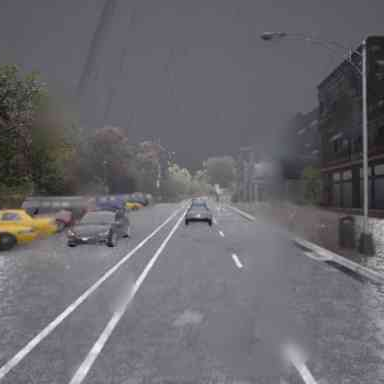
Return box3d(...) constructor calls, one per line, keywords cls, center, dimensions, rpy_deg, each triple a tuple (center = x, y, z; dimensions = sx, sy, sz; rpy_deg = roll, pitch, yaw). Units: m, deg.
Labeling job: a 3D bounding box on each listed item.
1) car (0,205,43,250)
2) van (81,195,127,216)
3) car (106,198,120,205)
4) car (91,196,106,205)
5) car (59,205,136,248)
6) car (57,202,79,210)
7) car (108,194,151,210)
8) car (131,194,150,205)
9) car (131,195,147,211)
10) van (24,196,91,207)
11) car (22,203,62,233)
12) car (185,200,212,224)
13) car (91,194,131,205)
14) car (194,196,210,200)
box3d(cls="car", center=(-9.142, 1.534, 13.374), dimensions=(5.366, 1.575, 1.946), rpy_deg=(-1, 0, -19))
box3d(cls="van", center=(-8.987, 1.330, 34.005), dimensions=(4.442, 1.987, 1.878), rpy_deg=(-1, 0, -19))
box3d(cls="car", center=(-9.011, 1.558, 28.133), dimensions=(5.008, 1.535, 2.097), rpy_deg=(-1, 0, -19))
box3d(cls="car", center=(-9.097, 1.432, 25.160), dimensions=(4.553, 1.767, 2.185), rpy_deg=(-1, 0, -19))
box3d(cls="car", center=(-4.070, 1.562, 15.230), dimensions=(1.837, 1.490, 4.892), rpy_deg=(0, 0, 1))
box3d(cls="car", center=(-9.219, 1.581, 19.233), dimensions=(4.792, 1.488, 2.163), rpy_deg=(-1, 0, -19))
box3d(cls="car", center=(-8.650, 1.283, 45.869), dimensions=(5.566, 2.045, 2.435), rpy_deg=(-1, 0, -19))
box3d(cls="car", center=(-8.666, 1.288, 42.940), dimensions=(5.566, 2.045, 2.435), rpy_deg=(-1, 0, -19))
box3d(cls="car", center=(-8.585, 1.540, 40.041), dimensions=(5.366, 1.575, 1.946), rpy_deg=(-1, 0, -19))
box3d(cls="van", center=(-9.238, 1.331, 22.164), dimensions=(4.442, 1.987, 1.878), rpy_deg=(-1, 0, -19))
box3d(cls="car", center=(-9.433, 1.545, 16.222), dimensions=(5.366, 1.575, 1.946), rpy_deg=(-1, 0, -19))
box3d(cls="car", center=(0.489, 1.611, 25.279), dimensions=(1.994, 1.385, 4.181), rpy_deg=(0, 1, 1))
box3d(cls="car", center=(-8.972, 1.306, 31.077), dimensions=(5.566, 2.045, 2.435), rpy_deg=(-1, 0, -19))
box3d(cls="car", center=(0.827, 1.604, 41.433), dimensions=(2.033, 1.411, 5.357), rpy_deg=(0, 0, 1))
